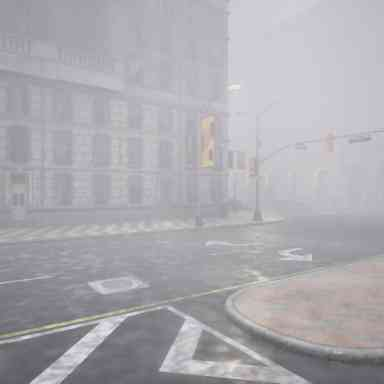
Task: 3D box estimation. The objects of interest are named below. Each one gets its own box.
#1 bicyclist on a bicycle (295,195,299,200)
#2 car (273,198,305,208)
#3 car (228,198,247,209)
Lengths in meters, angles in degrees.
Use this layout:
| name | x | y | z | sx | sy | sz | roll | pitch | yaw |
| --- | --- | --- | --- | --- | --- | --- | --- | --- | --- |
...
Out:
| name | x | y | z | sx | sy | sz | roll | pitch | yaw |
| --- | --- | --- | --- | --- | --- | --- | --- | --- | --- |
| bicyclist on a bicycle | 18.027 | 1.300 | 57.169 | 1.656 | 1.620 | 0.582 | 0 | 0 | -35 |
| car | 14.371 | 1.601 | 49.633 | 1.895 | 1.301 | 4.718 | 0 | 0 | -34 |
| car | 5.226 | 1.491 | 44.098 | 2.128 | 1.511 | 4.902 | 0 | 0 | -35 |
